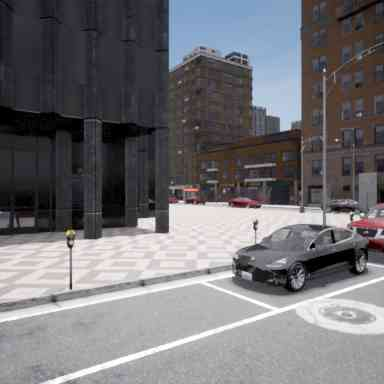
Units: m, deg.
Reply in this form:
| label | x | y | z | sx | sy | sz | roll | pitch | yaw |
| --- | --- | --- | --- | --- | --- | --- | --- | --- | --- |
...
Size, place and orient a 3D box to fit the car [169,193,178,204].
| label | x | y | z | sx | sy | sz | roll | pitch | yaw |
| --- | --- | --- | --- | --- | --- | --- | --- | --- | --- |
| car | -4.286 | 1.411 | 59.928 | 1.882 | 1.535 | 5.008 | 0 | 0 | -34 |

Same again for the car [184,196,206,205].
| label | x | y | z | sx | sy | sz | roll | pitch | yaw |
| --- | --- | --- | --- | --- | --- | --- | --- | --- | --- |
| car | 0.435 | 1.418 | 58.465 | 1.882 | 1.535 | 5.008 | 0 | 0 | -35 |

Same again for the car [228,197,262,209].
| label | x | y | z | sx | sy | sz | roll | pitch | yaw |
| --- | --- | --- | --- | --- | --- | --- | --- | --- | --- |
| car | 6.905 | 1.435 | 43.604 | 1.882 | 1.535 | 5.008 | 0 | 0 | -35 |

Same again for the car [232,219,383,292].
| label | x | y | z | sx | sy | sz | roll | pitch | yaw |
| --- | --- | --- | --- | --- | --- | --- | --- | --- | --- |
| car | 3.039 | 1.565 | 8.944 | 4.313 | 1.339 | 1.947 | 0 | 0 | -36 |

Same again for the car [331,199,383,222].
| label | x | y | z | sx | sy | sz | roll | pitch | yaw |
| --- | --- | --- | --- | --- | --- | --- | --- | --- | --- |
| car | 7.627 | 1.314 | 12.225 | 5.009 | 1.841 | 2.192 | 0 | 0 | -36 |

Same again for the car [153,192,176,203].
| label | x | y | z | sx | sy | sz | roll | pitch | yaw |
| --- | --- | --- | --- | --- | --- | --- | --- | --- | --- |
| car | -5.577 | 1.133 | 67.077 | 2.150 | 2.045 | 5.566 | 0 | 0 | -35 |

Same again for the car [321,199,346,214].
| label | x | y | z | sx | sy | sz | roll | pitch | yaw |
| --- | --- | --- | --- | --- | --- | --- | --- | --- | --- |
| car | 14.877 | 1.448 | 32.071 | 2.128 | 1.511 | 4.902 | 0 | 0 | -36 |
